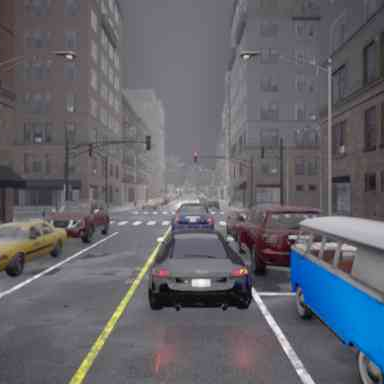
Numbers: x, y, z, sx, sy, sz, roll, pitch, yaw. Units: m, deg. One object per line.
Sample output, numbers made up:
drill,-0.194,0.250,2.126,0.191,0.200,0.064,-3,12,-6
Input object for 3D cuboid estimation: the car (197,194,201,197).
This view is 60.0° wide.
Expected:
car,2.652,1.530,70.538,2.008,1.369,4.403,0,0,0

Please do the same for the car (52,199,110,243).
car,-5.397,1.310,16.123,2.192,1.841,5.009,0,0,0

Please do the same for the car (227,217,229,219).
car,2.641,1.577,16.121,1.802,1.307,4.206,0,0,0

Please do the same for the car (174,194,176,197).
car,-5.388,1.529,76.022,2.008,1.369,4.403,0,0,0

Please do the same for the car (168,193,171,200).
car,-5.397,1.296,59.576,2.192,1.841,5.009,0,0,0

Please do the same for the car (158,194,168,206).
car,-5.400,1.508,53.924,1.752,1.417,4.829,0,0,0

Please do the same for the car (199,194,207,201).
car,2.655,1.417,81.503,1.967,1.590,4.097,0,0,0

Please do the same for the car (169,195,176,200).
car,-5.379,1.500,92.298,1.752,1.417,4.829,0,0,0

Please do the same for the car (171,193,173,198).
car,-5.394,1.420,65.058,1.967,1.590,4.097,0,0,0

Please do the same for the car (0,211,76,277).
car,-5.397,1.522,10.274,1.752,1.417,4.829,0,0,0

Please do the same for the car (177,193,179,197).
car,-5.382,1.291,86.986,2.192,1.841,5.009,0,0,0

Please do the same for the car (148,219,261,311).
car,0.100,1.562,7.833,1.994,1.385,4.181,0,0,-2

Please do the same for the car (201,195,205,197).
car,2.648,1.529,48.610,1.887,1.381,4.507,0,0,0

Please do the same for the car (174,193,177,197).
car,-5.385,1.543,81.505,1.947,1.339,4.313,0,0,0

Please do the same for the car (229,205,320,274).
car,2.640,1.312,10.441,2.192,1.841,5.009,0,0,0

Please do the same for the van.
van,2.639,1.340,4.763,1.690,1.788,3.998,0,0,0

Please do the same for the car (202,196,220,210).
car,2.647,1.536,43.129,2.008,1.369,4.403,0,0,0

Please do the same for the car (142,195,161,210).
car,-5.407,1.511,42.960,1.752,1.417,4.829,0,0,0

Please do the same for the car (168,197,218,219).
car,0.053,1.346,17.889,2.097,1.767,4.553,0,0,0
